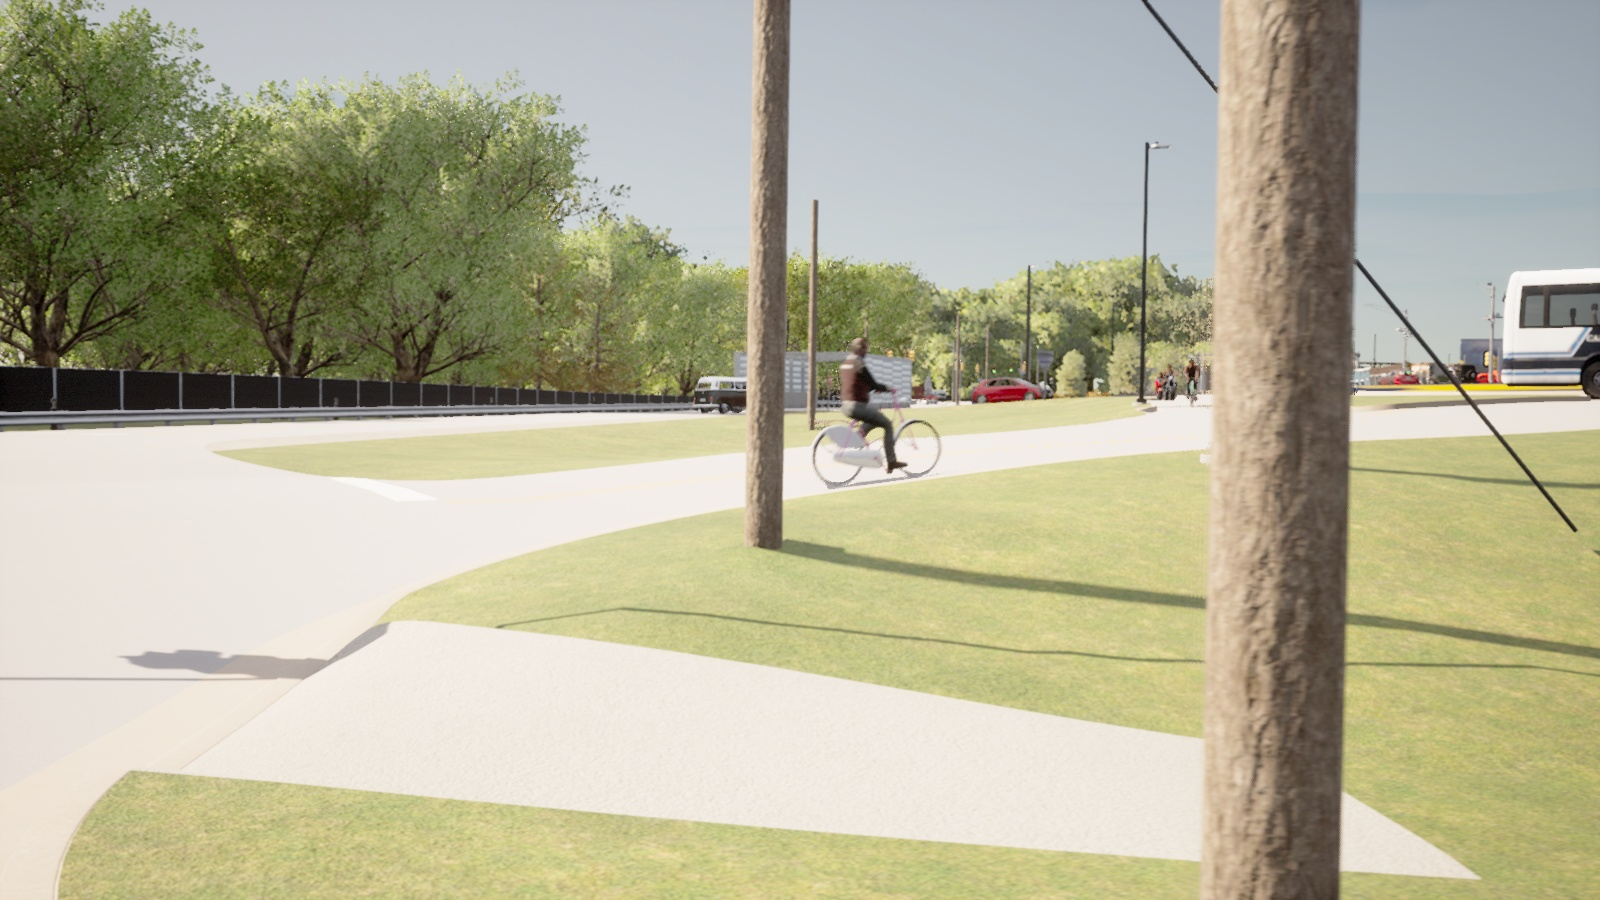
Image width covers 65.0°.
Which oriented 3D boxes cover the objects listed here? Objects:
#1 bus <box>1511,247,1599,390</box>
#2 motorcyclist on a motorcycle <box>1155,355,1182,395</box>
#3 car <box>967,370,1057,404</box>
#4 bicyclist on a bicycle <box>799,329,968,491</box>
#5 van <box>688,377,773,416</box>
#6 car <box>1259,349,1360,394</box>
[{"bbox_3d":[28.097,-4.150,39.064,10.273,4.253,3.944,0,1,32],"label":"bus"},{"bbox_3d":[15.738,-3.181,53.690,0.766,1.649,2.350,0,2,9],"label":"motorcyclist on a motorcycle"},{"bbox_3d":[11.098,-3.290,65.738,4.193,1.474,1.816,-3,2,34],"label":"car"},{"bbox_3d":[1.032,-0.511,15.285,1.843,1.776,0.659,-7,5,-28],"label":"bicyclist on a bicycle"},{"bbox_3d":[-3.869,-2.993,70.312,2.069,2.038,4.480,0,2,44],"label":"van"},{"bbox_3d":[19.307,-2.952,47.761,1.789,1.549,3.705,0,1,-12],"label":"car"}]
